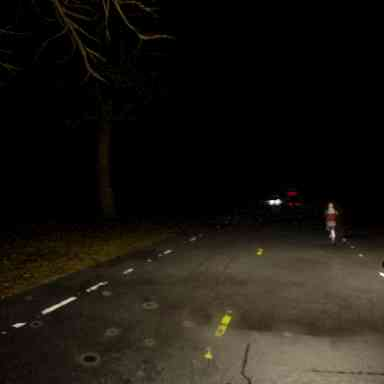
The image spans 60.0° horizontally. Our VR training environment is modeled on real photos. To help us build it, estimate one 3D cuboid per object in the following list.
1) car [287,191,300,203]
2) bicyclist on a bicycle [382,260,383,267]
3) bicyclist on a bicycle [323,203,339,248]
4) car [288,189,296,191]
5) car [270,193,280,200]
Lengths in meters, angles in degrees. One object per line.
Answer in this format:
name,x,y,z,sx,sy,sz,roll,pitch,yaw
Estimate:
car,17.671,1.030,57.767,2.128,1.511,4.902,-1,1,16
bicyclist on a bicycle,3.123,1.347,4.928,0.659,1.776,1.843,-1,0,16
bicyclist on a bicycle,5.644,1.340,13.537,0.659,1.776,1.843,-1,0,16
car,22.128,0.388,73.341,2.150,2.045,5.566,-1,1,16
car,16.849,0.922,67.731,2.128,1.511,4.902,-1,1,16
